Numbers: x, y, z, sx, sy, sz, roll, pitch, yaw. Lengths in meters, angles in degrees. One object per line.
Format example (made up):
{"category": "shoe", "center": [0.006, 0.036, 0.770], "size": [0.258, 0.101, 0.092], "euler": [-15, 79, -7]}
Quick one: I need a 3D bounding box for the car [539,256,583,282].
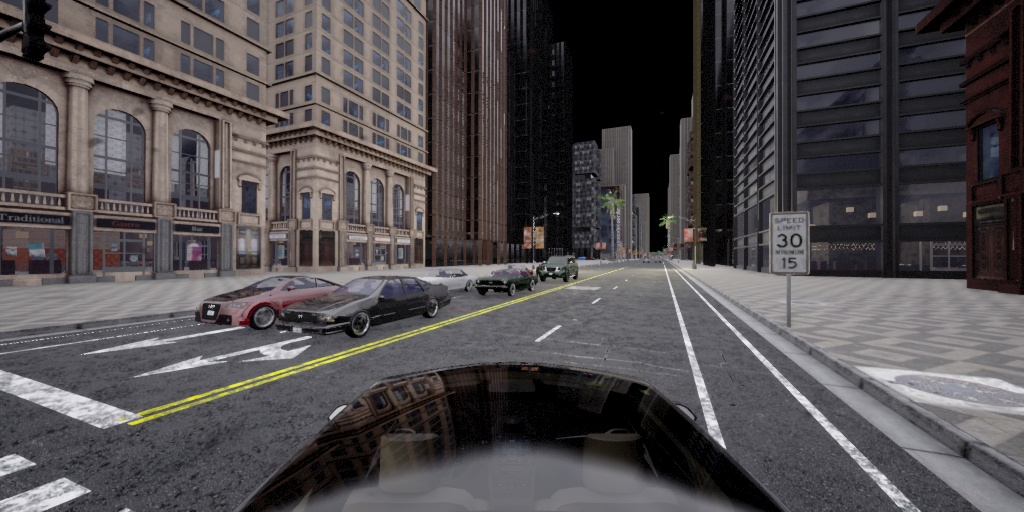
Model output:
{"category": "car", "center": [3.951, 0.987, 29.347], "size": [2.150, 2.045, 5.566], "euler": [0, 0, 22]}

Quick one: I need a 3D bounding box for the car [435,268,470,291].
{"category": "car", "center": [-3.762, 1.357, 19.332], "size": [1.895, 1.301, 4.718], "euler": [0, 0, 23]}

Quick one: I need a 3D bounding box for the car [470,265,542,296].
{"category": "car", "center": [-0.177, 1.358, 19.479], "size": [1.895, 1.301, 4.718], "euler": [0, 0, 23]}

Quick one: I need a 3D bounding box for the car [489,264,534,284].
{"category": "car", "center": [0.081, 1.364, 28.523], "size": [1.895, 1.301, 4.718], "euler": [0, 0, 23]}

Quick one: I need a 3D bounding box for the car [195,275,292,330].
{"category": "car", "center": [-7.135, 1.316, 11.247], "size": [1.994, 1.385, 4.181], "euler": [0, 0, 23]}

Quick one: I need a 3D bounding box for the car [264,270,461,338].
{"category": "car", "center": [-3.874, 1.299, 10.631], "size": [2.033, 1.411, 5.357], "euler": [0, 0, 23]}

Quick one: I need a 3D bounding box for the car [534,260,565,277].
{"category": "car", "center": [4.051, 1.251, 37.925], "size": [1.882, 1.535, 5.008], "euler": [0, 0, 23]}
